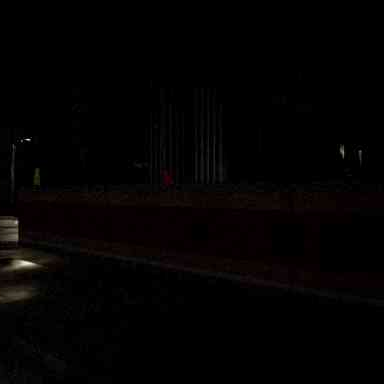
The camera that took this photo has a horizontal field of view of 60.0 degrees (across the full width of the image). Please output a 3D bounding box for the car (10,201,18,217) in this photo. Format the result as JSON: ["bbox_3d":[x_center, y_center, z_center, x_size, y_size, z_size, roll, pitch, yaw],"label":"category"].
[{"bbox_3d":[-12.297,1.603,28.858,2.033,1.411,5.357,0,0,37],"label":"car"}]

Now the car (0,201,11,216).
[{"bbox_3d":[-16.455,1.547,29.138,2.128,1.511,4.902,0,0,37],"label":"car"}]
